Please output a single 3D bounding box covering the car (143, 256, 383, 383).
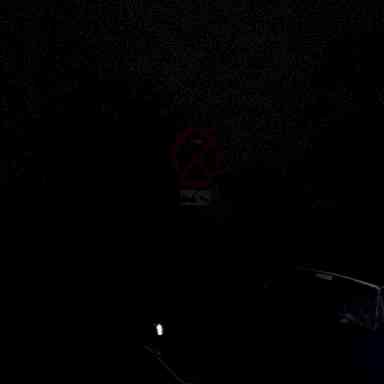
[{"bbox_3d":[1.799,1.640,4.364,4.718,1.301,1.895,1,0,-36],"label":"car"}]
